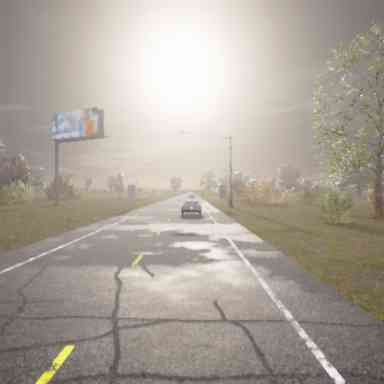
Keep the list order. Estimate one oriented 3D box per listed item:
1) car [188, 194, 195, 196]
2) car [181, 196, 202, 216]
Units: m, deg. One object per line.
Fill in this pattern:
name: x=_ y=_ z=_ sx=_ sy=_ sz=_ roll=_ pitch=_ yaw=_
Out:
car: x=-0.106 y=1.197 z=64.939 sx=2.033 sy=1.649 sz=4.856 roll=0 pitch=0 yaw=0
car: x=-0.053 y=1.396 z=32.025 sx=1.994 sy=1.385 sz=4.181 roll=0 pitch=0 yaw=0
